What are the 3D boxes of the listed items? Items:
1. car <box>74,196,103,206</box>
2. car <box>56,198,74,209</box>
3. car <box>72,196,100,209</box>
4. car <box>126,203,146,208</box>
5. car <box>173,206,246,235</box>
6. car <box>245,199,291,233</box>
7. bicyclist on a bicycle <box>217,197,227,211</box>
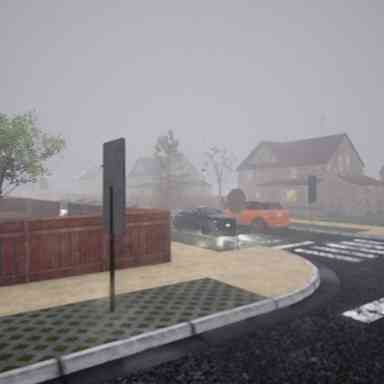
[{"bbox_3d":[-9.991,1.423,33.384,1.994,1.385,4.181,0,0,-35],"label":"car"},{"bbox_3d":[-15.871,1.421,41.611,1.895,1.301,4.718,0,0,-35],"label":"car"},{"bbox_3d":[-14.021,1.297,43.919,2.128,1.511,4.902,0,0,-35],"label":"car"},{"bbox_3d":[-4.464,1.501,25.682,1.895,1.301,4.718,0,0,-36],"label":"car"},{"bbox_3d":[0.670,1.505,18.544,1.994,1.385,4.181,0,0,-36],"label":"car"},{"bbox_3d":[3.492,1.283,19.667,2.097,1.767,4.553,0,0,-35],"label":"car"},{"bbox_3d":[2.448,1.192,26.100,1.656,1.620,0.582,-1,1,-36],"label":"bicyclist on a bicycle"}]
